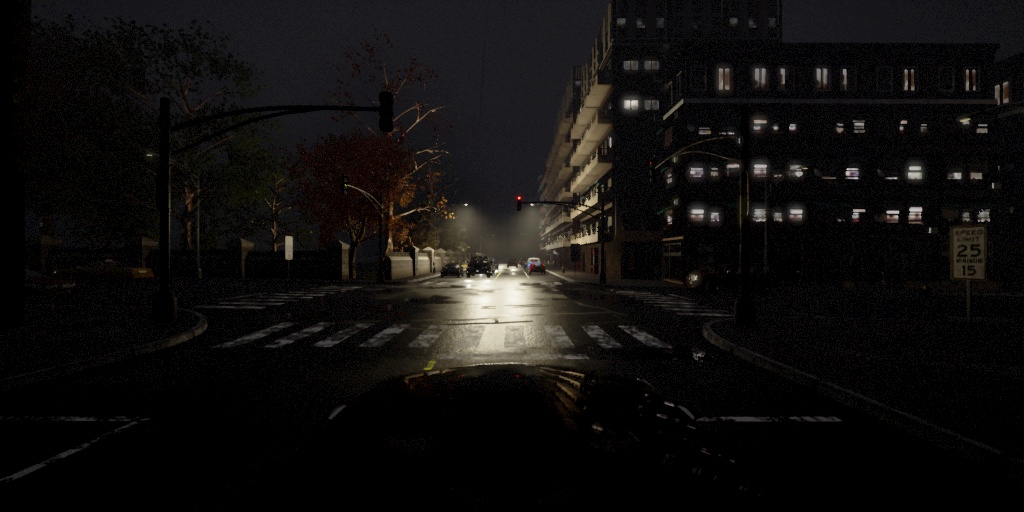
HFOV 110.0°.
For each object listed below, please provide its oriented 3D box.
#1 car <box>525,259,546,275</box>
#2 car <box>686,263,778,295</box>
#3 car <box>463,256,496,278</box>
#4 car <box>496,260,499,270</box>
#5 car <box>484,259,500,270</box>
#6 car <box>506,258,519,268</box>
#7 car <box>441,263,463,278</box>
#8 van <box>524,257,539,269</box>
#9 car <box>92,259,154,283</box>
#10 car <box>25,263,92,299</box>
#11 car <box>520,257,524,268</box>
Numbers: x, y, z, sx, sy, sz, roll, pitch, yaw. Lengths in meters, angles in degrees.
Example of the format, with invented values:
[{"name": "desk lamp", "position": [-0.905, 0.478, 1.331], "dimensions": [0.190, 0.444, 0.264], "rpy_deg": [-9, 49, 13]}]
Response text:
[{"name": "car", "position": [2.749, 1.314, 39.993], "dimensions": [1.888, 1.381, 4.507], "rpy_deg": [0, 0, 0]}, {"name": "car", "position": [13.480, 1.353, 22.005], "dimensions": [5.009, 1.841, 2.192], "rpy_deg": [0, 0, 0]}, {"name": "car", "position": [-3.036, 0.986, 34.662], "dimensions": [2.150, 2.045, 5.566], "rpy_deg": [0, 0, 1]}, {"name": "car", "position": [-3.032, 1.322, 44.914], "dimensions": [2.033, 1.411, 5.357], "rpy_deg": [0, 0, 0]}, {"name": "car", "position": [-3.008, 1.279, 55.013], "dimensions": [2.128, 1.511, 4.902], "rpy_deg": [0, 0, 0]}, {"name": "car", "position": [0.093, 1.304, 62.667], "dimensions": [1.837, 1.490, 4.892], "rpy_deg": [0, 0, 0]}, {"name": "car", "position": [-5.640, 1.330, 34.376], "dimensions": [1.948, 1.339, 4.313], "rpy_deg": [0, 0, 0]}, {"name": "van", "position": [2.758, 1.116, 45.623], "dimensions": [1.690, 1.789, 3.998], "rpy_deg": [0, 0, 0]}, {"name": "car", "position": [-24.713, 0.883, 21.700], "dimensions": [4.829, 1.417, 1.751], "rpy_deg": [0, 0, 0]}, {"name": "car", "position": [-18.945, 1.007, 13.365], "dimensions": [4.207, 1.307, 1.802], "rpy_deg": [0, 0, 0]}, {"name": "car", "position": [2.775, 1.230, 56.884], "dimensions": [1.967, 1.591, 4.097], "rpy_deg": [0, 0, 0]}]
